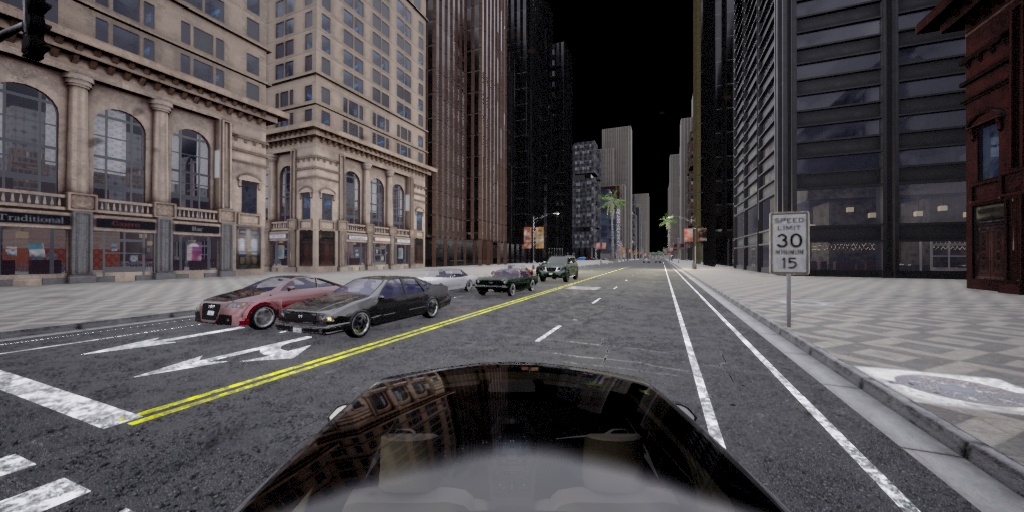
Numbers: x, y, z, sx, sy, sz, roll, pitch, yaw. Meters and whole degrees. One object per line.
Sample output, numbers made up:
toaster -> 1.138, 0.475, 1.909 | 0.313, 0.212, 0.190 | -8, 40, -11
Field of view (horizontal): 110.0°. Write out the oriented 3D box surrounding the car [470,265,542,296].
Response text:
car -> -0.177, 1.358, 19.479 | 1.895, 1.301, 4.718 | 0, 0, 23

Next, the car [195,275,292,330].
car -> -7.135, 1.316, 11.247 | 1.994, 1.385, 4.181 | 0, 0, 23

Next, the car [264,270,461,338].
car -> -3.874, 1.299, 10.631 | 2.033, 1.411, 5.357 | 0, 0, 23

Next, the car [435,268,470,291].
car -> -3.762, 1.357, 19.332 | 1.895, 1.301, 4.718 | 0, 0, 23

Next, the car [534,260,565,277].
car -> 4.051, 1.251, 37.925 | 1.882, 1.535, 5.008 | 0, 0, 23

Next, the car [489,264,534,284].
car -> 0.081, 1.364, 28.523 | 1.895, 1.301, 4.718 | 0, 0, 23

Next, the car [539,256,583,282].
car -> 3.951, 0.987, 29.347 | 2.150, 2.045, 5.566 | 0, 0, 22
